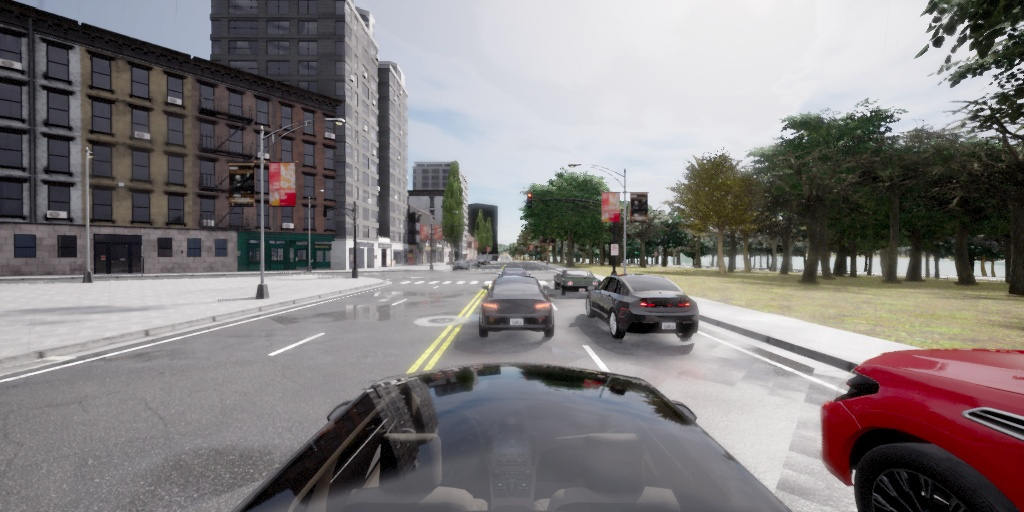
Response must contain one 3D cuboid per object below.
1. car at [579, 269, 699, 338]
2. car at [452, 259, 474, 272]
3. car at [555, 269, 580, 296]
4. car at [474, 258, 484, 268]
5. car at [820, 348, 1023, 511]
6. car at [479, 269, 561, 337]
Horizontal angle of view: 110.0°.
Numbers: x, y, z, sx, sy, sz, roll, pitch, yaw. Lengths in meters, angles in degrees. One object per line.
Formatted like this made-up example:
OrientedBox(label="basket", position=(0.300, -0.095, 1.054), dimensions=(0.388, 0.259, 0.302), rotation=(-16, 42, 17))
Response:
OrientedBox(label="car", position=(3.363, 1.253, 10.098), dimensions=(1.837, 1.490, 4.892), rotation=(0, 0, 0))
OrientedBox(label="car", position=(-6.526, 1.302, 46.624), dimensions=(1.994, 1.385, 4.181), rotation=(0, 0, 0))
OrientedBox(label="car", position=(3.379, 1.347, 19.411), dimensions=(1.895, 1.301, 4.718), rotation=(0, 0, 0))
OrientedBox(label="car", position=(-6.480, 1.225, 60.892), dimensions=(2.128, 1.511, 4.902), rotation=(0, 0, 0))
OrientedBox(label="car", position=(3.348, 0.972, 0.235), dimensions=(2.150, 2.045, 5.566), rotation=(0, 0, 0))
OrientedBox(label="car", position=(0.116, 1.274, 10.136), dimensions=(1.812, 1.442, 4.674), rotation=(0, 0, 0))
